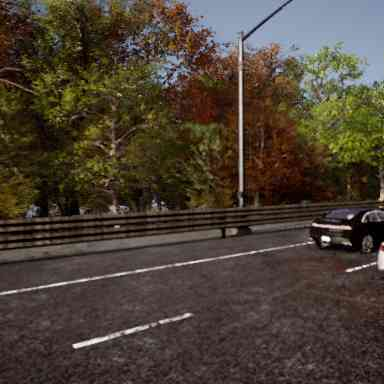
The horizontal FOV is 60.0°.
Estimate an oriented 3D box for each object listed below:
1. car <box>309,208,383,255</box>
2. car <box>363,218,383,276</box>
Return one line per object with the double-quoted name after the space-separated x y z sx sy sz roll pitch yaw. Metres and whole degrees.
6.545 1.365 12.805 4.902 1.511 2.128 -1 0 -36 "car"
6.493 1.424 8.439 4.674 1.442 1.812 -1 0 -36 "car"
